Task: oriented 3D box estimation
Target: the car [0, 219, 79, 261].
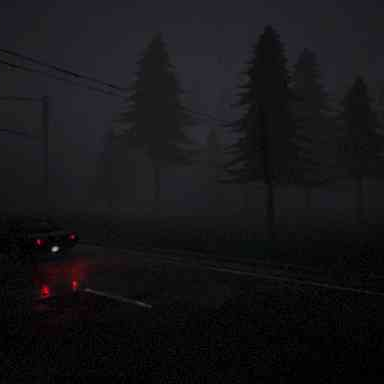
[{"bbox_3d":[-6.541,1.668,12.597,4.718,1.301,1.895,0,0,33],"label":"car"}]
